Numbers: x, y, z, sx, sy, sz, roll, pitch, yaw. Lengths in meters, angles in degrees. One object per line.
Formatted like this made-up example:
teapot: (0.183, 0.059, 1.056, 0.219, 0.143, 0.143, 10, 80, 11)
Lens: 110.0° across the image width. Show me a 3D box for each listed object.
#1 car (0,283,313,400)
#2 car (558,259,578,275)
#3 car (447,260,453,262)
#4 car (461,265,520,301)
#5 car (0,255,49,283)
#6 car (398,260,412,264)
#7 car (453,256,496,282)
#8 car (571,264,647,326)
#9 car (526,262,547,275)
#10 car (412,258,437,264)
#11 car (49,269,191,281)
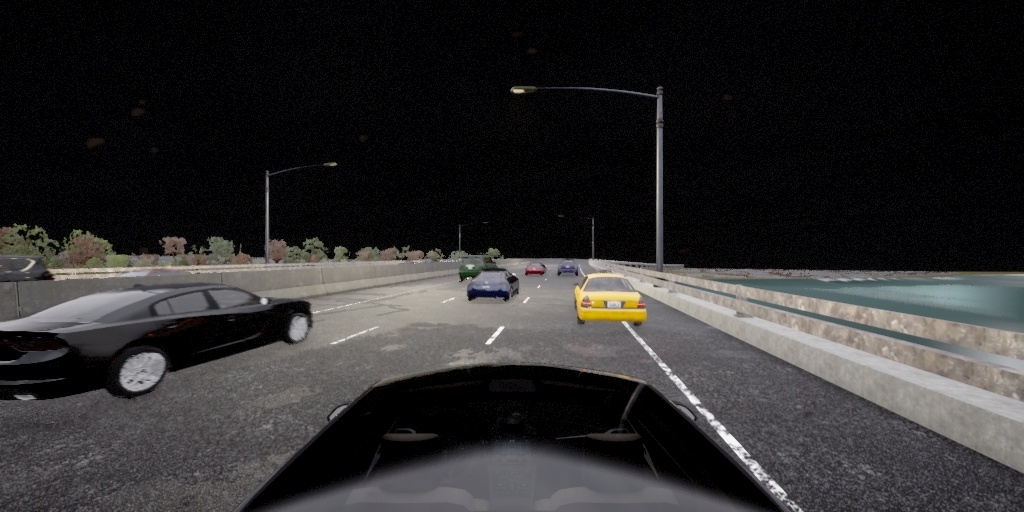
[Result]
car: (-5.968, 1.228, 6.659, 1.882, 1.535, 5.008, 0, 0, 8)
car: (6.091, 1.131, 38.937, 2.097, 1.767, 4.553, 0, 0, 10)
car: (-9.138, 1.332, 54.823, 1.812, 1.442, 4.674, 0, 0, 10)
car: (-0.808, 1.322, 17.588, 1.994, 1.385, 4.181, 0, 0, 9)
car: (-19.541, 0.973, 11.972, 2.150, 2.045, 5.566, 0, 0, 8)
car: (-16.182, 1.371, 55.153, 1.994, 1.385, 4.181, 0, 0, 10)
car: (-2.613, 0.988, 28.834, 2.150, 2.045, 5.566, 0, 0, 9)
car: (2.971, 1.210, 11.643, 1.801, 1.575, 5.366, 0, 0, 8)
car: (2.680, 1.344, 39.593, 1.994, 1.385, 4.181, 0, 0, 9)
car: (-12.766, 1.156, 54.373, 2.097, 1.767, 4.553, 0, 0, 10)
car: (-15.509, 1.280, 15.210, 1.812, 1.442, 4.674, 0, 0, 8)
